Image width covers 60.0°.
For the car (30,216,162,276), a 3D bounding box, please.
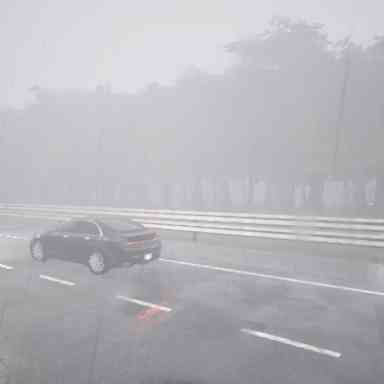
[{"bbox_3d":[-3.158,1.508,10.423,4.892,1.490,1.837,0,0,36],"label":"car"}]
